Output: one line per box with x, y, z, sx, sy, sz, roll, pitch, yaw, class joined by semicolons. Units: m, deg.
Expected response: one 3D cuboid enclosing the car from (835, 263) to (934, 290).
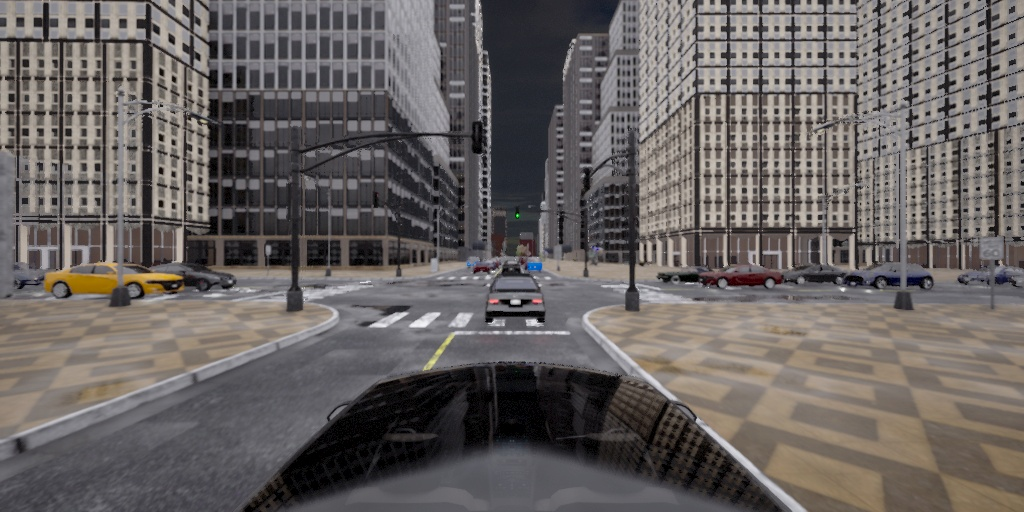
24.834;1.255;23.802;4.553;1.767;2.097;0;0;-1;car

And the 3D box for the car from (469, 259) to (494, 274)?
-3.248;1.288;39.204;1.895;1.301;4.718;0;0;-2;car

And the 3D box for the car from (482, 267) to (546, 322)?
0.083;1.281;12.175;2.033;1.411;5.357;0;0;0;car

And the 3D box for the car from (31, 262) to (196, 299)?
-17.756;1.056;16.176;5.008;1.535;1.882;1;0;-1;car

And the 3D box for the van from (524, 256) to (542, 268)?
2.656;1.022;42.627;1.690;1.789;3.998;0;0;0;van

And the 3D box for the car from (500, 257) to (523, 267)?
-0.057;1.165;39.077;1.882;1.535;5.008;0;0;0;car

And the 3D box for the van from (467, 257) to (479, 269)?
-5.803;1.003;53.728;1.690;1.789;3.998;0;0;0;van

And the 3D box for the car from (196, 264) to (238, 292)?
-17.614;1.115;19.431;4.674;1.442;1.812;0;0;-1;car

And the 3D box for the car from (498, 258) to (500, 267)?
-3.130;1.133;57.923;1.882;1.535;5.008;0;0;1;car

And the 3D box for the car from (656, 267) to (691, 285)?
13.355;1.440;26.814;4.718;1.301;1.895;0;0;-1;car

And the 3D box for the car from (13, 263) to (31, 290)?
-27.196;1.060;19.223;5.357;1.411;2.033;0;0;-1;car

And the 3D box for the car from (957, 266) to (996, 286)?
36.975;1.514;27.342;4.674;1.442;1.812;0;0;-2;car

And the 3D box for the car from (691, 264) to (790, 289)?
14.883;1.317;23.581;5.008;1.535;1.882;0;0;-1;car

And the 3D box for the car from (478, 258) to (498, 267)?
-3.183;1.198;48.123;1.812;1.442;4.674;0;0;0;car

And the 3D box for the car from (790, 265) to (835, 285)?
22.437;1.400;26.998;4.892;1.490;1.837;0;0;-1;car

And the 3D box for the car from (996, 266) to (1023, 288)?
36.537;1.468;24.080;4.902;1.511;2.128;0;0;-2;car
